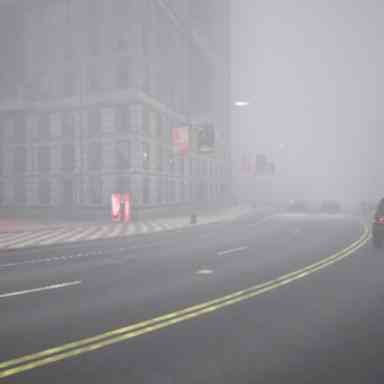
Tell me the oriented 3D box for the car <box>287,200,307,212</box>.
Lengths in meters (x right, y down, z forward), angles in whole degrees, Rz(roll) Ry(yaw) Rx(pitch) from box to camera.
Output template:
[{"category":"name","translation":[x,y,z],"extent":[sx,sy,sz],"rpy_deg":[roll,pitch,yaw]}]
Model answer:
[{"category":"car","translation":[11.891,1.524,37.534],"extent":[1.895,1.301,4.718],"rpy_deg":[0,0,21]}]

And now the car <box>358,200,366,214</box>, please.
[{"category":"car","translation":[17.886,1.475,33.330],"extent":[1.895,1.301,4.718],"rpy_deg":[0,0,21]}]

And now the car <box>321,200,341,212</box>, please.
[{"category":"car","translation":[15.371,1.539,36.831],"extent":[1.895,1.301,4.718],"rpy_deg":[0,0,21]}]

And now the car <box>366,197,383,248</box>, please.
[{"category":"car","translation":[8.938,1.159,13.800],"extent":[2.150,2.045,5.566],"rpy_deg":[0,0,35]}]
